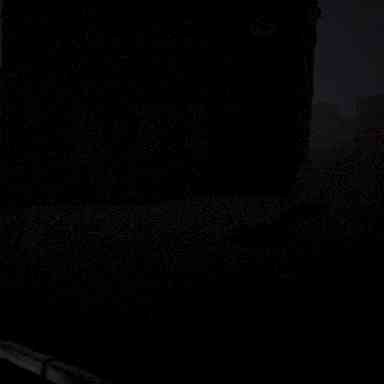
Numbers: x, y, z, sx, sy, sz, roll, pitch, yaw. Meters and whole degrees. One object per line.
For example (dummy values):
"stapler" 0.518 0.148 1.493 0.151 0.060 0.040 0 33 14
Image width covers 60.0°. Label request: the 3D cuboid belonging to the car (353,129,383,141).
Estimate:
"car" 17.795 -5.218 31.667 2.185 1.767 4.553 1 2 -26
